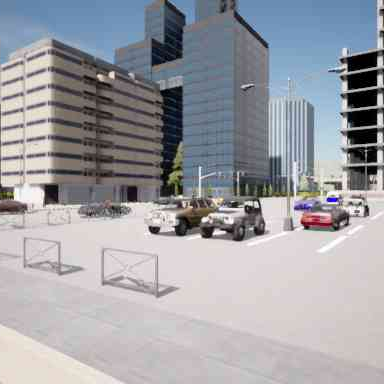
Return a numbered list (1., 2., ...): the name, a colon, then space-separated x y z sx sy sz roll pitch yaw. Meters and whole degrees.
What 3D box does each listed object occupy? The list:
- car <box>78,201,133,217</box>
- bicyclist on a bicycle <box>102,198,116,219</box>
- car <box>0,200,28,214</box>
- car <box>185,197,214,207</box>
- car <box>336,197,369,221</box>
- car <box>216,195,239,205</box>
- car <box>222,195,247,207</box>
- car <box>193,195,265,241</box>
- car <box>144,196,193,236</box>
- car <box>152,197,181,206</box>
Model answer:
1. car: -7.969 1.544 31.049 2.033 1.411 5.357 0 0 34
2. bicyclist on a bicycle: -6.582 1.300 26.262 1.656 1.620 0.582 0 0 34
3. car: -19.045 1.521 33.643 1.812 1.442 4.674 0 0 33
4. car: 1.247 1.488 51.185 2.128 1.511 4.902 0 0 34
5. car: 14.033 1.395 28.634 1.970 1.475 3.806 0 0 34
6. car: 6.281 1.349 58.820 2.097 1.767 4.553 0 0 34
7. car: 6.786 1.348 53.134 2.097 1.767 4.553 0 0 34
8. car: 2.037 1.155 15.653 1.905 1.878 3.866 0 0 34
9. car: -0.334 1.152 17.314 1.932 1.855 4.605 0 0 34
10. car: -4.215 1.543 55.761 2.033 1.411 5.357 0 0 34
